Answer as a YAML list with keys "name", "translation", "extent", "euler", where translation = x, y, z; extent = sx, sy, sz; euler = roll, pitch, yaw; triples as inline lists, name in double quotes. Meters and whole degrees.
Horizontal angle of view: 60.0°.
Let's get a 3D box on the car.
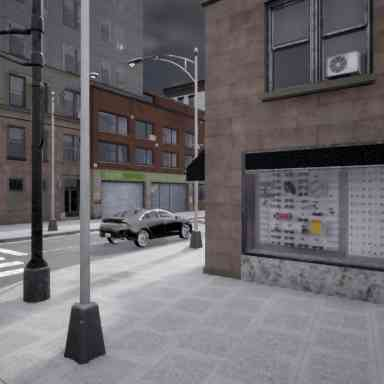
- name: "car"
  translation: [-1.869, 1.459, 14.943]
  extent: [2.128, 1.511, 4.902]
  euler: [0, 0, 35]
